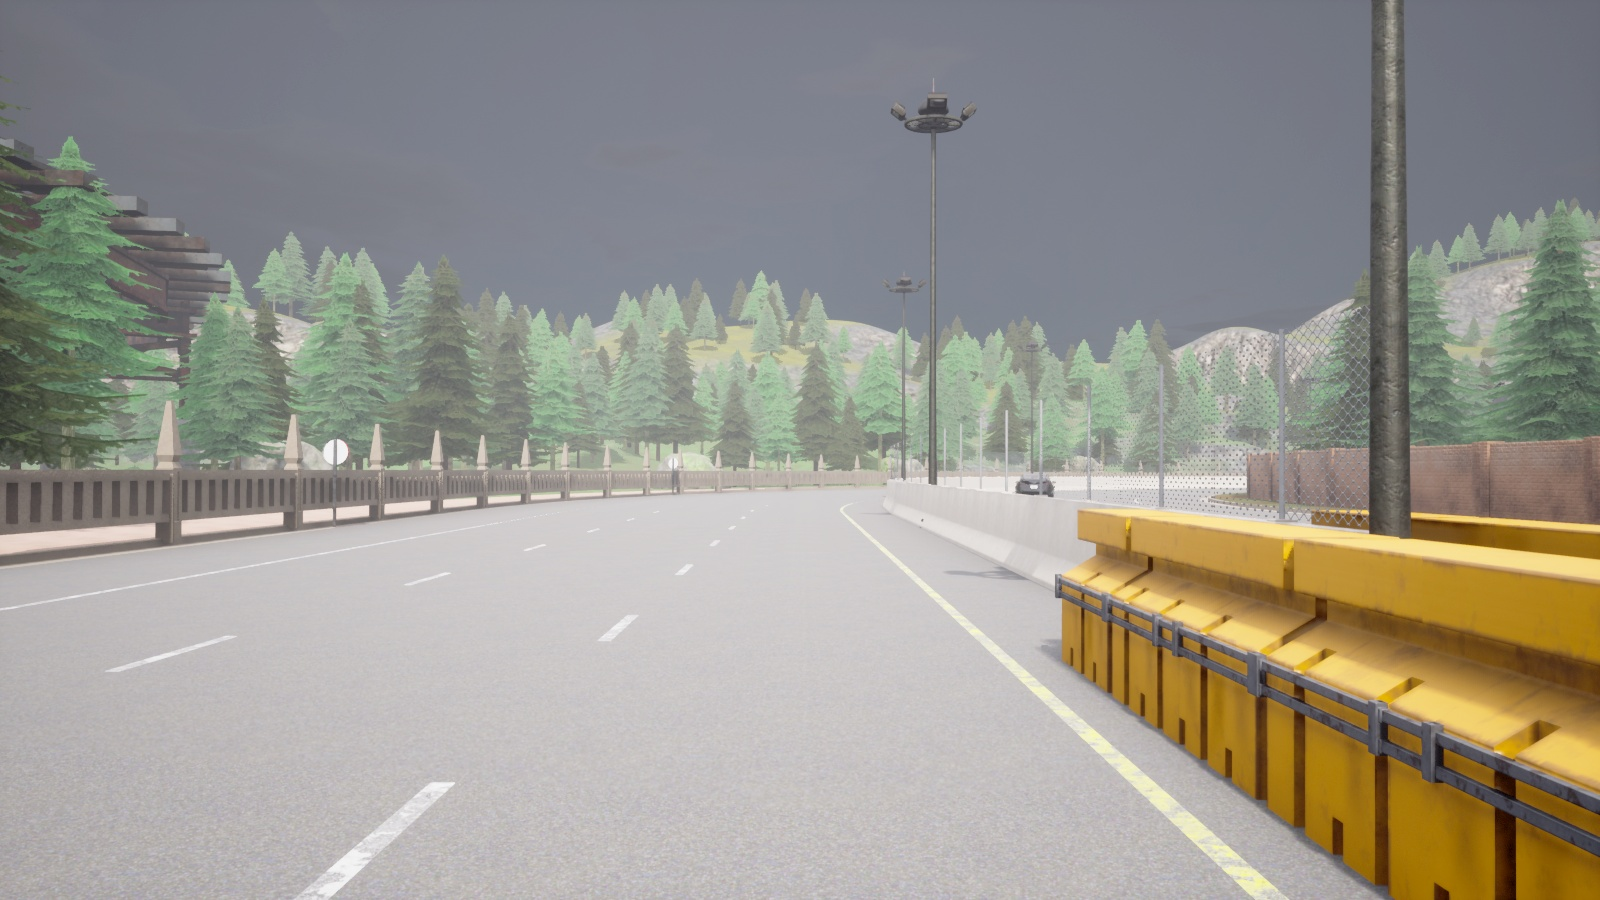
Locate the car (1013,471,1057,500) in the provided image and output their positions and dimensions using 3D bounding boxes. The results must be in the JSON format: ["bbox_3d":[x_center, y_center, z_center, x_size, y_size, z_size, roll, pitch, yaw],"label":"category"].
[{"bbox_3d":[12.671,1.894,67.462,2.163,1.488,4.792,-1,-1,13],"label":"car"}]
